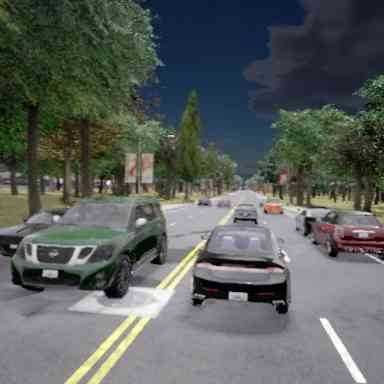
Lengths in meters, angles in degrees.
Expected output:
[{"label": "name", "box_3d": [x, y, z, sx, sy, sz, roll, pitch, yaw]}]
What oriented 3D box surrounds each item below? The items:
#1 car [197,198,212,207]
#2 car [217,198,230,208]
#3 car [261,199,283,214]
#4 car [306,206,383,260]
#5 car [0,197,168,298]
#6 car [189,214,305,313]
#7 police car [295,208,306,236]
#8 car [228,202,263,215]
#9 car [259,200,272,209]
[{"label": "car", "box_3d": [2.113, 1.673, 54.151, 2.033, 1.411, 5.357, 2, 0, 10]}, {"label": "car", "box_3d": [5.004, 1.724, 51.799, 1.812, 1.442, 4.674, 2, 0, 10]}, {"label": "car", "box_3d": [9.790, 1.660, 40.358, 2.097, 1.767, 4.553, 2, 0, 10]}, {"label": "car", "box_3d": [6.304, 1.532, 13.642, 2.097, 1.767, 4.553, 2, 0, 9]}, {"label": "car", "box_3d": [-2.163, 1.171, 8.872, 2.150, 2.045, 5.566, 2, 0, 9]}, {"label": "car", "box_3d": [1.164, 1.529, 7.898, 2.128, 1.511, 4.902, 2, 0, 9]}, {"label": "police car", "box_3d": [7.310, 1.640, 19.699, 1.930, 1.638, 5.238, 2, 0, 9]}, {"label": "car", "box_3d": [4.196, 1.687, 26.119, 2.033, 1.411, 5.357, 2, 0, 9]}, {"label": "car", "box_3d": [12.360, 2.004, 56.045, 1.895, 1.301, 4.718, 2, 0, 9]}]
